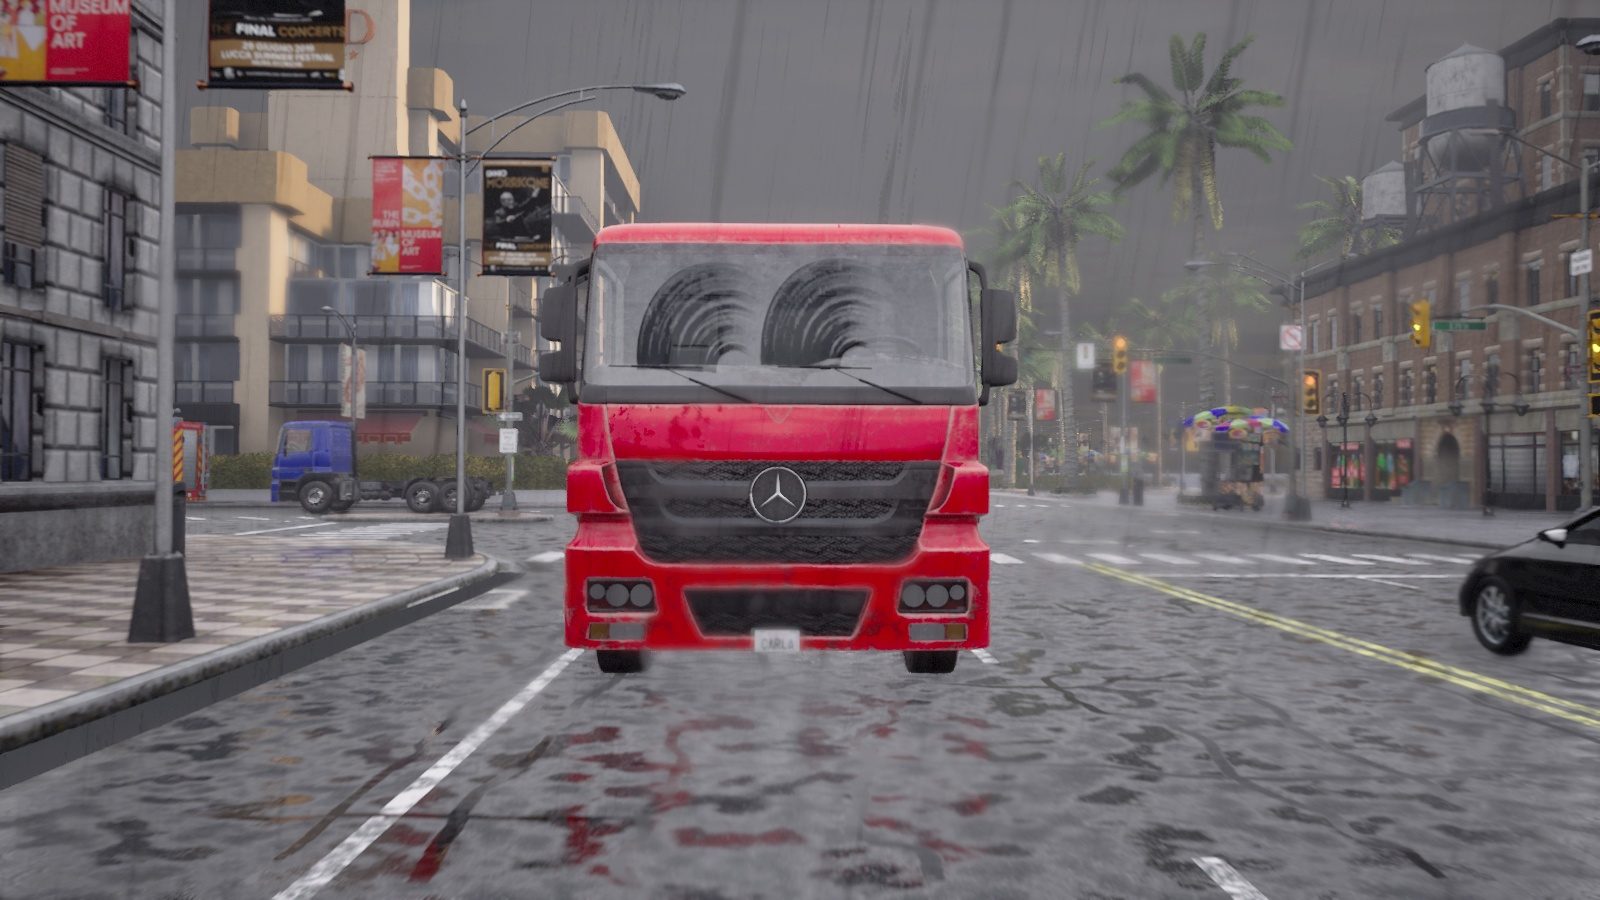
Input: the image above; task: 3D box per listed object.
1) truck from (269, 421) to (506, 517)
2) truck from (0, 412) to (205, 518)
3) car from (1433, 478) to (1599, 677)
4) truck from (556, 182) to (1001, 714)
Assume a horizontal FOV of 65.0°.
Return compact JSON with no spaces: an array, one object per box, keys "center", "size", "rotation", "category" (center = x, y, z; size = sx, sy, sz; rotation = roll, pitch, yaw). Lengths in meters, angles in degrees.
[{"center":[-15.275,0.704,46.974],"size":[7.936,3.462,2.891],"rotation":[0,-1,-1],"category":"truck"},{"center":[-27.053,0.567,46.710],"size":[8.468,3.827,2.891],"rotation":[0,-1,-1],"category":"truck"},{"center":[6.908,0.967,9.739],"size":[1.816,1.474,4.193],"rotation":[0,-1,-1],"category":"car"},{"center":[-0.198,0.043,12.169],"size":[2.891,3.462,7.936],"rotation":[0,-1,-1],"category":"truck"}]
